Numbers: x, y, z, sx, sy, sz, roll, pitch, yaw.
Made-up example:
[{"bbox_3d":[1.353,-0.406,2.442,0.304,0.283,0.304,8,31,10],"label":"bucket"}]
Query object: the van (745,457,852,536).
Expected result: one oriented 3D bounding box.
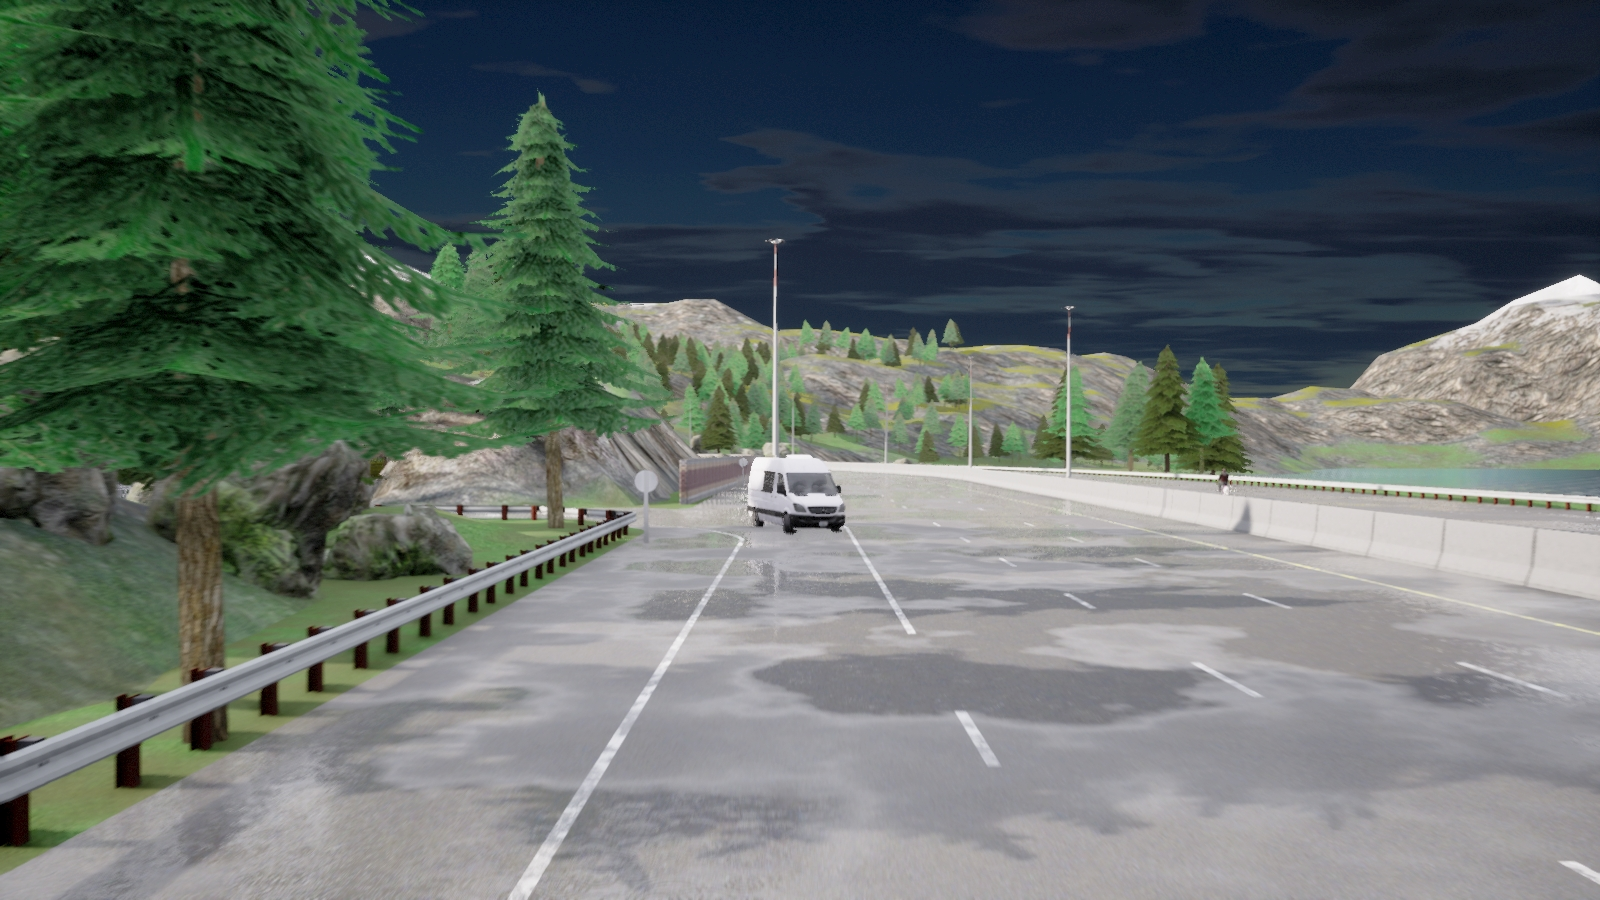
[{"bbox_3d":[-0.171,1.559,40.492,1.988,2.561,5.915,1,0,-19],"label":"van"}]
